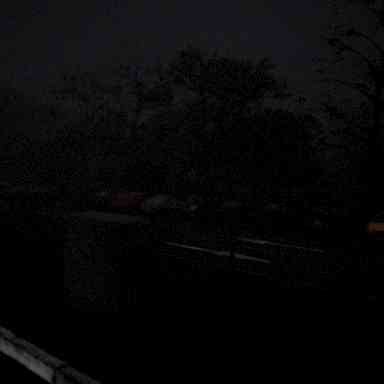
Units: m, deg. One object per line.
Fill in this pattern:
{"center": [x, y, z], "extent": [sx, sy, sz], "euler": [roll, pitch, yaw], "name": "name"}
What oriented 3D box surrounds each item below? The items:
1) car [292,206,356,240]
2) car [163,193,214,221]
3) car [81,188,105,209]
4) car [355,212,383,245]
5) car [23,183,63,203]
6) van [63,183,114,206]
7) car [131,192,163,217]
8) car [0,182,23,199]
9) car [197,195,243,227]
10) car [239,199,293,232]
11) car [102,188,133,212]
{"center": [7.293, 1.506, 17.573], "extent": [2.163, 1.488, 4.792], "euler": [4, 2, 35], "name": "car"}
{"center": [0.526, 0.913, 22.388], "extent": [2.185, 1.767, 4.553], "euler": [4, 2, 35], "name": "car"}
{"center": [-6.279, 0.642, 27.185], "extent": [2.002, 1.452, 4.674], "euler": [4, 2, 35], "name": "car"}
{"center": [9.428, 1.620, 15.791], "extent": [1.946, 1.575, 5.366], "euler": [4, 2, 35], "name": "car"}
{"center": [-13.069, 0.198, 31.981], "extent": [2.163, 1.488, 4.792], "euler": [4, 2, 35], "name": "car"}
{"center": [-8.457, 0.232, 28.880], "extent": [1.878, 1.987, 4.442], "euler": [4, 2, 35], "name": "van"}
{"center": [-1.760, 0.933, 23.972], "extent": [2.002, 1.452, 4.674], "euler": [4, 2, 35], "name": "car"}
{"center": [-17.677, -0.124, 35.066], "extent": [1.946, 1.575, 5.366], "euler": [4, 2, 35], "name": "car"}
{"center": [2.765, 1.184, 20.765], "extent": [2.097, 1.535, 5.008], "euler": [4, 2, 35], "name": "car"}
{"center": [5.016, 1.331, 19.149], "extent": [2.231, 1.521, 4.892], "euler": [4, 2, 35], "name": "car"}
{"center": [-4.018, 0.747, 25.575], "extent": [2.097, 1.535, 5.008], "euler": [4, 2, 35], "name": "car"}
